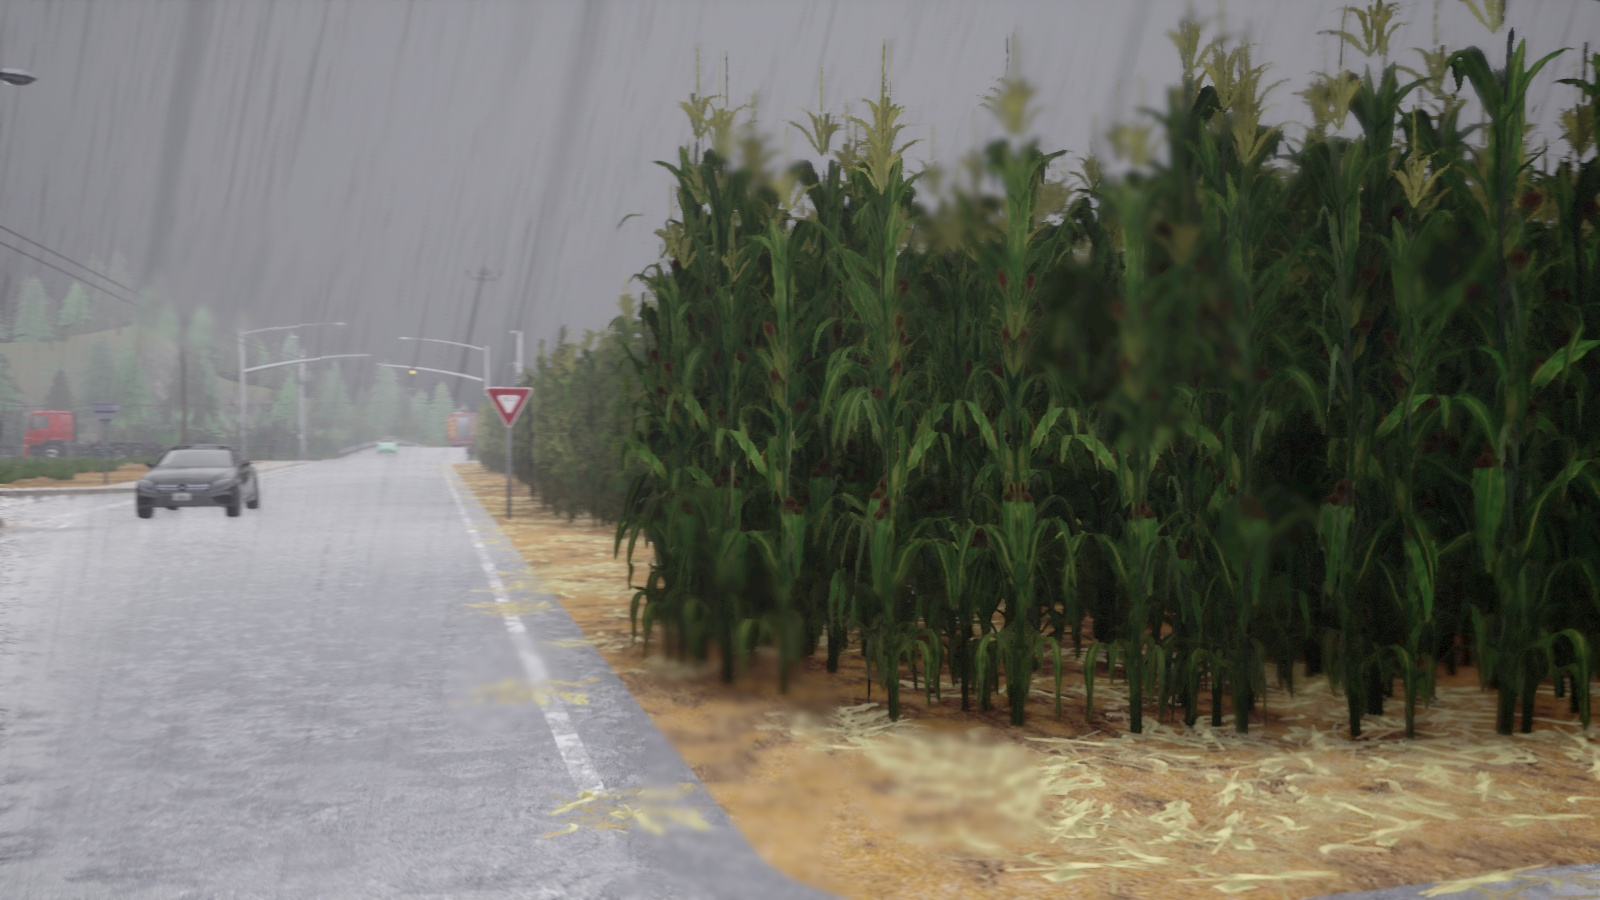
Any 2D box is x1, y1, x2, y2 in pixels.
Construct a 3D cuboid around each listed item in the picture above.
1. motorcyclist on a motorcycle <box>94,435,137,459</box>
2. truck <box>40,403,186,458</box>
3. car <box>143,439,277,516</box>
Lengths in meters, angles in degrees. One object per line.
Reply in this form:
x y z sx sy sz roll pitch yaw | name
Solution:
-43.437 -0.207 79.711 2.191 1.530 0.866 0 1 -13 | motorcyclist on a motorcycle
-45.233 -1.266 82.909 7.936 3.462 2.891 0 1 -12 | truck
-12.271 0.516 26.416 1.812 1.442 4.674 0 1 -16 | car
